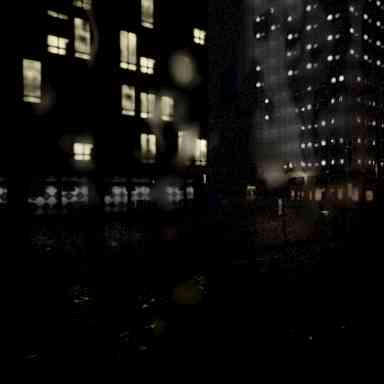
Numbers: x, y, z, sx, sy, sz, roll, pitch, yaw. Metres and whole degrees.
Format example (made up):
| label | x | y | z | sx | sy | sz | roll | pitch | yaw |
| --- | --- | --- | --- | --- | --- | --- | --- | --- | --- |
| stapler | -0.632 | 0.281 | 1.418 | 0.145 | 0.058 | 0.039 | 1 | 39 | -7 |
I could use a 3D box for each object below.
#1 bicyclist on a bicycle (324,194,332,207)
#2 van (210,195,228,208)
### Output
| label | x | y | z | sx | sy | sz | roll | pitch | yaw |
| --- | --- | --- | --- | --- | --- | --- | --- | --- | --- |
| bicyclist on a bicycle | 17.331 | 1.128 | 42.267 | 1.656 | 1.620 | 0.582 | -1 | 1 | -34 |
| van | 2.942 | 1.216 | 43.339 | 1.690 | 1.788 | 3.998 | 0 | 0 | -34 |
